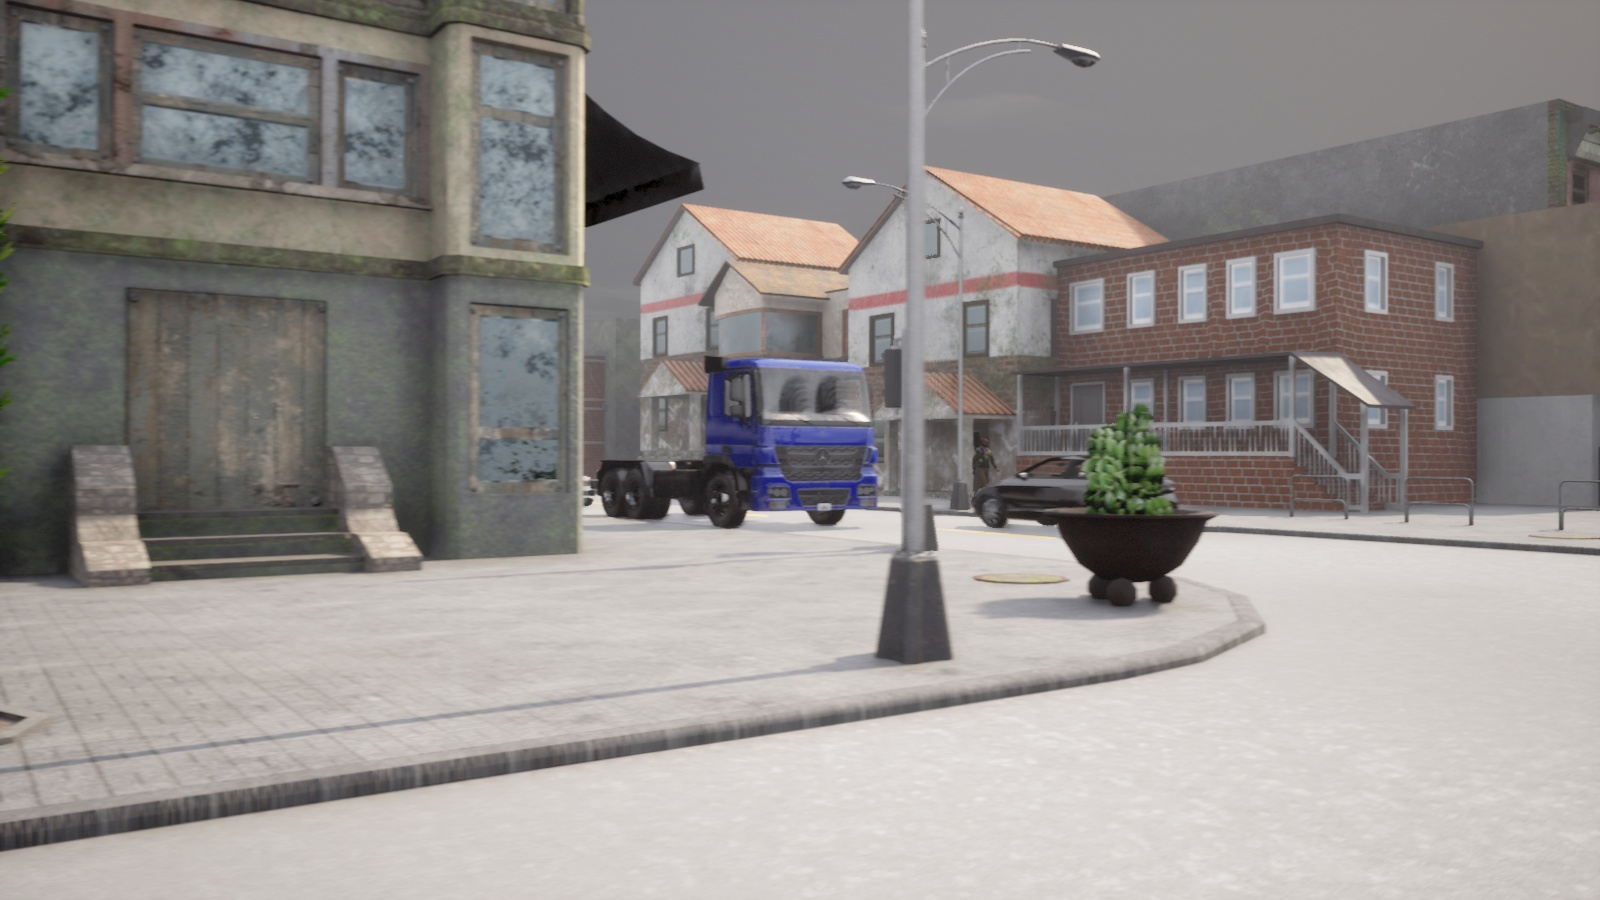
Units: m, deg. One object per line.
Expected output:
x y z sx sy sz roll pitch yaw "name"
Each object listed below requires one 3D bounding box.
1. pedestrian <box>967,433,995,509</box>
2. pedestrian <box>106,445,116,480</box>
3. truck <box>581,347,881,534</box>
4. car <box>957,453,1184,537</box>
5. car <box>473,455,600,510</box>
4.642 0.524 32.181 0.395 1.930 0.692 0 0 -26 "pedestrian"
-37.928 0.704 69.160 0.396 1.930 0.692 0 0 -36 "pedestrian"
-1.802 -0.166 27.357 2.891 3.462 7.936 0 0 -34 "truck"
5.139 0.807 24.380 1.816 1.474 4.193 0 0 -35 "car"
-7.531 0.874 35.562 1.812 1.442 4.674 0 0 -35 "car"
